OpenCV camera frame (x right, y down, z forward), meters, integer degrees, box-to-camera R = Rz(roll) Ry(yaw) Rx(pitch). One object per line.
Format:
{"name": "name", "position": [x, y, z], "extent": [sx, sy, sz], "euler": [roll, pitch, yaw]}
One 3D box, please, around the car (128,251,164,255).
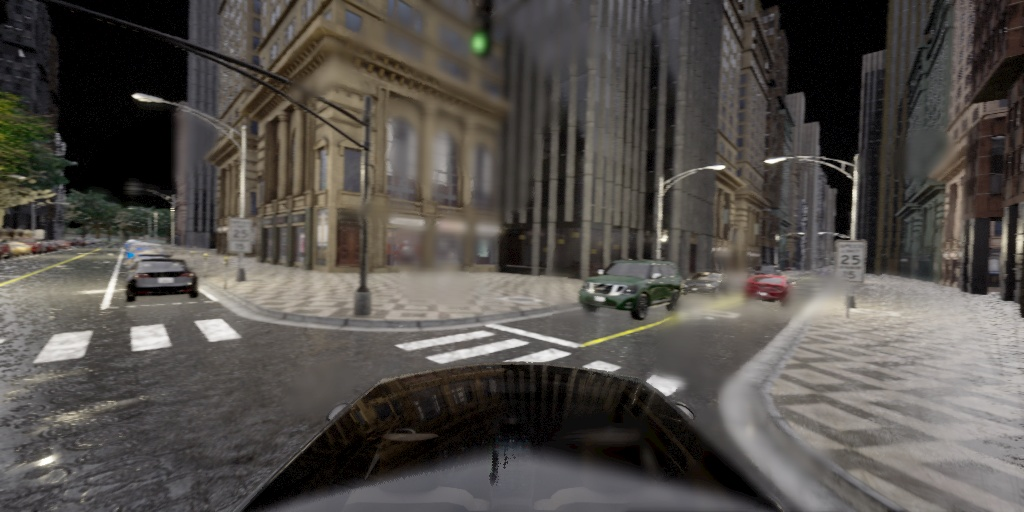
{"name": "car", "position": [-16.486, 0.578, 16.499], "extent": [4.313, 1.339, 1.948], "euler": [0, 0, 43]}

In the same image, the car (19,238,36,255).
{"name": "car", "position": [-49.938, -0.748, 36.001], "extent": [4.829, 1.417, 1.751], "euler": [0, 0, 43]}

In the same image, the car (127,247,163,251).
{"name": "car", "position": [-20.576, 0.369, 20.307], "extent": [4.829, 1.417, 1.751], "euler": [0, 0, 43]}

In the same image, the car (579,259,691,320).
{"name": "car", "position": [4.864, 1.166, 14.111], "extent": [2.150, 2.045, 5.566], "euler": [3, 0, 43]}

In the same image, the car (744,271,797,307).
{"name": "car", "position": [14.059, 1.792, 19.445], "extent": [1.882, 1.535, 5.008], "euler": [3, 0, 43]}

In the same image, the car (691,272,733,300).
{"name": "car", "position": [11.862, 1.715, 21.624], "extent": [1.837, 1.490, 4.892], "euler": [3, 0, 43]}

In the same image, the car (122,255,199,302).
{"name": "car", "position": [-12.522, 0.745, 12.807], "extent": [4.313, 1.339, 1.948], "euler": [0, 0, 43]}

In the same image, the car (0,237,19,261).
{"name": "car", "position": [-42.133, -0.615, 28.733], "extent": [5.009, 1.841, 2.192], "euler": [0, 0, 43]}

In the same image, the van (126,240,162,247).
{"name": "van", "position": [-24.416, 0.016, 23.884], "extent": [3.998, 1.789, 1.690], "euler": [0, 0, 43]}

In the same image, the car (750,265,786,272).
{"name": "car", "position": [25.808, 1.951, 36.479], "extent": [2.150, 2.045, 5.566], "euler": [3, 0, 43]}

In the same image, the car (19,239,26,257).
{"name": "car", "position": [-45.973, -0.576, 32.309], "extent": [4.829, 1.417, 1.751], "euler": [0, 0, 43]}
